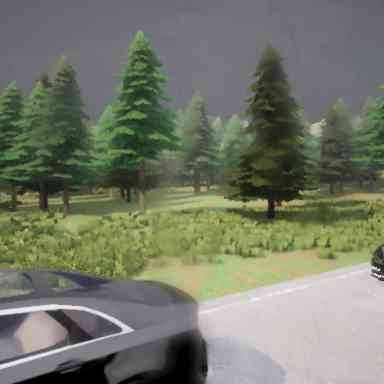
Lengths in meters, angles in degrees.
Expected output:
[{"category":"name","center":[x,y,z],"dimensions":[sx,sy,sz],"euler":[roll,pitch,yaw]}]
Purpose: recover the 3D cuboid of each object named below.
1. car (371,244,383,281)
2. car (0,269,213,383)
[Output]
[{"category":"car","center":[6.366,1.401,8.211],"dimensions":[4.892,1.490,1.837],"euler":[-1,0,-34]},{"category":"car","center":[-2.119,1.497,2.553],"dimensions":[4.902,1.511,2.128],"euler":[-1,0,-34]}]
